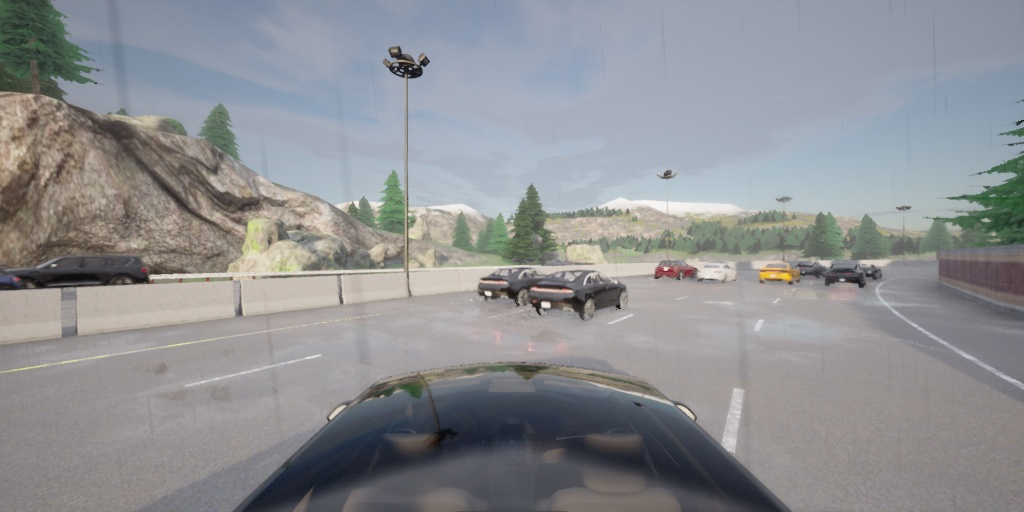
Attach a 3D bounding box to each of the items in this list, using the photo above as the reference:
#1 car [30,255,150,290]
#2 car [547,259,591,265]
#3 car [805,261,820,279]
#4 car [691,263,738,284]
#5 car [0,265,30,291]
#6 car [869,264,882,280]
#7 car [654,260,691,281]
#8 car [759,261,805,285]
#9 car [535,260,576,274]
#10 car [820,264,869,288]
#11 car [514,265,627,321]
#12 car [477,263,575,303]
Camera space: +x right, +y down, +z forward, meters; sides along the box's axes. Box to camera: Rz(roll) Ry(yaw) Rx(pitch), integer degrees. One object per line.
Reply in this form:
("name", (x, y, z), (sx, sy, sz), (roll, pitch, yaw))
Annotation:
("car", (-23.251, 0.970, 19.133), (2.150, 2.045, 5.566), (0, 0, 34))
("car", (5.622, 1.236, 37.365), (4.902, 1.511, 2.128), (0, 0, -44))
("car", (27.658, 1.236, 33.234), (4.902, 1.511, 2.128), (0, 0, -39))
("car", (15.659, 1.271, 27.345), (1.812, 1.442, 4.674), (0, 0, 45))
("car", (-22.543, 1.102, 13.766), (2.097, 1.767, 4.553), (0, 0, 33))
("car", (30.400, 1.345, 30.969), (4.718, 1.301, 1.895), (0, 0, -39))
("car", (14.024, 1.099, 30.605), (4.553, 1.767, 2.097), (0, 0, -44))
("car", (19.724, 1.223, 26.347), (5.008, 1.535, 1.882), (0, 0, -44))
("car", (5.090, 1.236, 41.684), (4.902, 1.511, 2.128), (0, 0, -43))
("car", (22.465, 1.251, 24.125), (4.892, 1.490, 1.837), (0, 0, -43))
("car", (2.490, 1.240, 12.607), (2.128, 1.511, 4.902), (0, 0, 37))
("car", (0.564, 1.239, 15.839), (2.128, 1.511, 4.902), (0, 0, 38))
